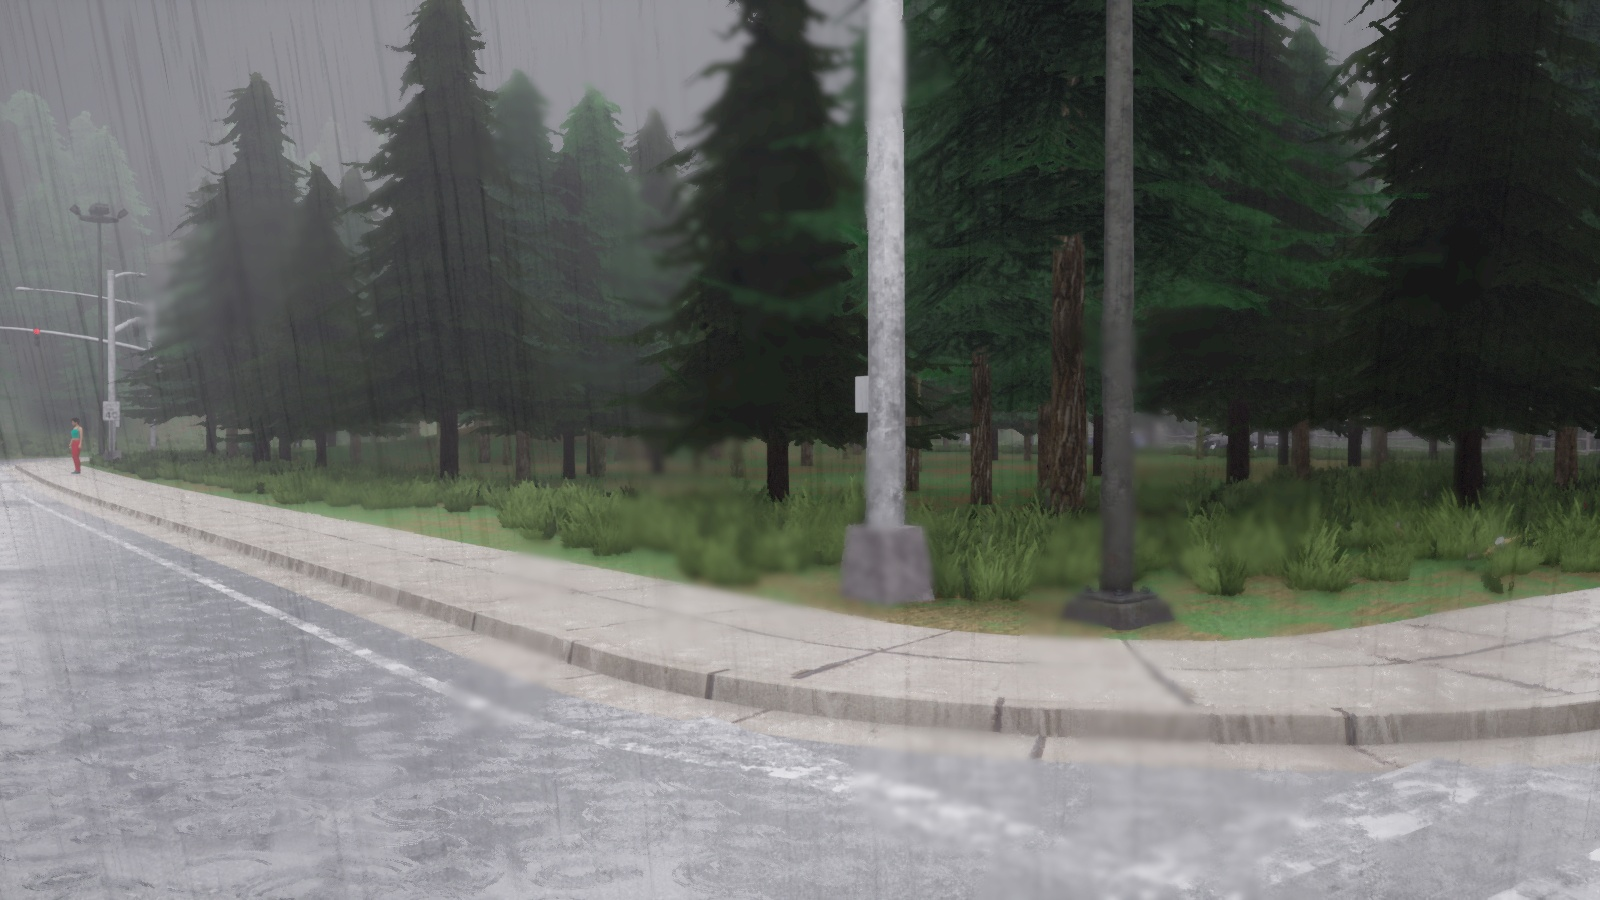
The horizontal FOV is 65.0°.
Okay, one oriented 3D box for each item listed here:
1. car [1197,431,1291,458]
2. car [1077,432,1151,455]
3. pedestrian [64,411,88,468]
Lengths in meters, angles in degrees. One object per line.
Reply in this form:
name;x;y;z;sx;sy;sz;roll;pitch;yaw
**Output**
car;26.219;-0.353;74.319;2.128;1.511;4.902;0;1;-34
car;20.613;-0.450;82.547;1.812;1.442;4.674;0;1;-35
pedestrian;-23.566;-0.330;40.871;0.345;1.836;0.594;1;1;34
